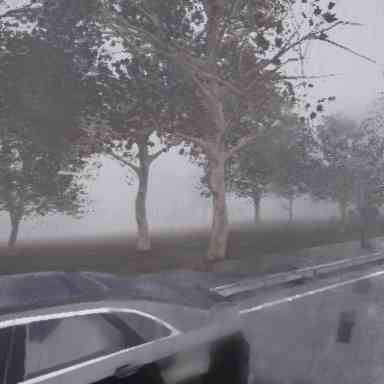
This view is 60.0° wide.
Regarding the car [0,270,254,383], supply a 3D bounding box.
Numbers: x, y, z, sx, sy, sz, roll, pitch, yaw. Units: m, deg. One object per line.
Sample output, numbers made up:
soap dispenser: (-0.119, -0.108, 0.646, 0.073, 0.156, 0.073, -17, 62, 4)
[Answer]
car: (-1.709, 1.492, 2.469, 4.902, 1.511, 2.128, 0, 0, -35)
